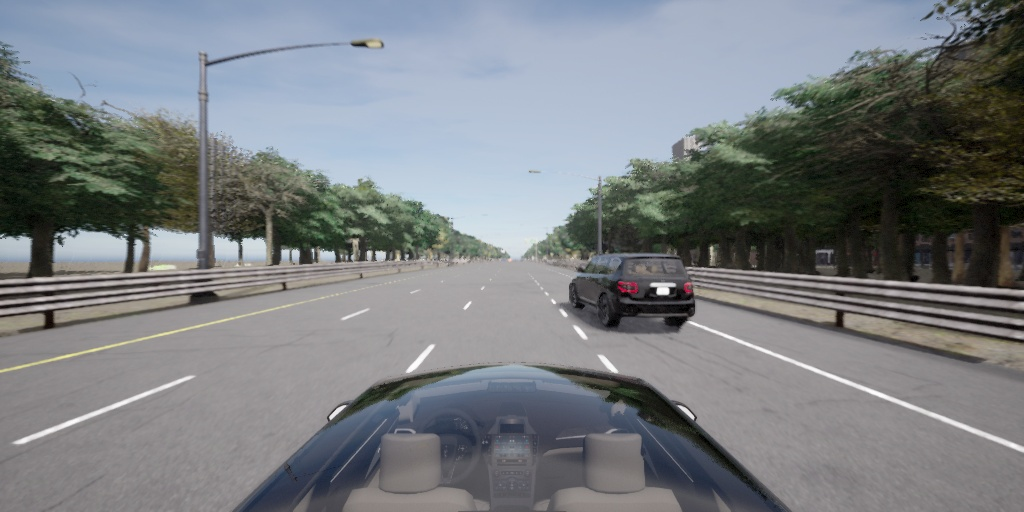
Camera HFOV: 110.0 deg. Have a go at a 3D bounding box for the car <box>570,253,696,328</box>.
[{"bbox_3d":[3.444,0.933,11.375,2.150,2.045,5.566,1,0,-5],"label":"car"}]
